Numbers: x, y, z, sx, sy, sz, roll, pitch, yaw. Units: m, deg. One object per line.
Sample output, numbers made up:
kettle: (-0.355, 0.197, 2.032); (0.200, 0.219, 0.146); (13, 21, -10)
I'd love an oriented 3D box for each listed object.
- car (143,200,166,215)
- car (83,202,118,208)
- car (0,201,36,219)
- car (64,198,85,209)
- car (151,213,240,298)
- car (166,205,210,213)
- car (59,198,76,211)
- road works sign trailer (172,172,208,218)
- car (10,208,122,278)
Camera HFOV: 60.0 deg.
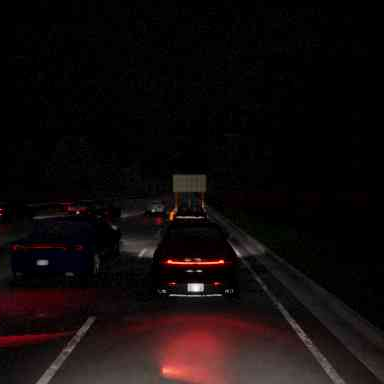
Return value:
car: (-3.647, 1.525, 33.514); (1.812, 1.442, 4.674); (0, 0, 0)
car: (-7.096, 1.601, 27.326); (1.895, 1.301, 4.718); (0, 0, 0)
car: (-14.087, 1.499, 26.161); (1.837, 1.490, 4.892); (0, -2, 0)
car: (-10.643, 1.601, 33.096); (1.895, 1.301, 4.718); (0, 0, 0)
car: (0.052, 1.505, 8.525); (1.837, 1.490, 4.892); (0, 0, 0)
car: (-0.051, 1.488, 18.912); (2.128, 1.511, 4.902); (0, 0, 1)
car: (-14.199, 1.491, 39.648); (2.128, 1.511, 4.902); (0, 0, 0)
road works sign trailer: (-0.174, 0.464, 22.782); (2.380, 3.560, 2.880); (0, 0, -3)
car: (-3.458, 1.477, 10.133); (1.882, 1.535, 5.008); (0, 0, 0)
